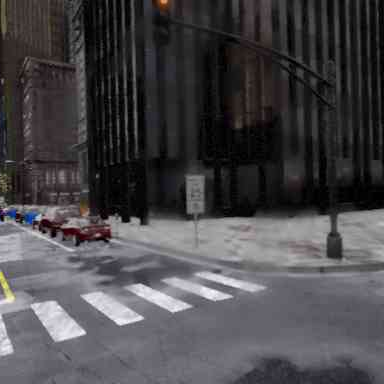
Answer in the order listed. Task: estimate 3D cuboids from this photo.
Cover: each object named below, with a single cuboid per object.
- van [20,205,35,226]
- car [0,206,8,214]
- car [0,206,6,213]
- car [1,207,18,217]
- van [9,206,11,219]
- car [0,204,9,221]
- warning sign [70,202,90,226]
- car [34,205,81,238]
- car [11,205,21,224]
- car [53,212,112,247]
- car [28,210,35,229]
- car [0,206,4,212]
[{"bbox_3d":[-14.218,2.181,30.371,1.690,1.788,3.998,-3,0,-34],"label":"van"},{"bbox_3d":[-36.769,3.492,64.027,1.947,1.339,4.313,-3,0,-34],"label":"car"},{"bbox_3d":[-39.664,3.628,68.349,1.947,1.339,4.313,-3,0,-34],"label":"car"},{"bbox_3d":[-28.088,3.093,51.063,1.802,1.307,4.206,-3,0,-34],"label":"car"},{"bbox_3d":[-22.693,2.592,43.058,1.690,1.788,3.998,-3,0,-34],"label":"van"},{"bbox_3d":[-23.625,2.475,39.613,2.150,2.045,5.566,-2,-1,-33],"label":"car"},{"bbox_3d":[-8.983,1.737,26.695,1.300,1.860,1.060,-1,0,-34],"label":"warning sign"},{"bbox_3d":[-8.570,1.880,21.913,2.192,1.841,5.009,-3,0,-34],"label":"car"},{"bbox_3d":[-17.044,2.293,34.600,2.192,1.841,5.009,-3,0,-34],"label":"car"},{"bbox_3d":[-5.734,1.971,17.683,1.887,1.381,4.507,-3,0,-34],"label":"car"},{"bbox_3d":[-11.382,2.284,26.141,1.802,1.307,4.206,-3,0,-34],"label":"car"},{"bbox_3d":[-42.558,3.748,72.670,2.008,1.369,4.403,-3,0,-34],"label":"car"}]
